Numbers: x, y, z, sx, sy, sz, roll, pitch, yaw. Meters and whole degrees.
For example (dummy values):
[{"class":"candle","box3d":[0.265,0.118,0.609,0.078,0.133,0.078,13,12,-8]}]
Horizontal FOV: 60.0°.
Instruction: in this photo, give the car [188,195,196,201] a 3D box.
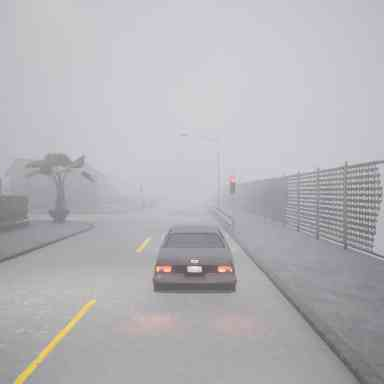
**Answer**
[{"class":"car","box3d":[0.088,1.552,86.622,1.994,1.385,4.181,0,0,0]}]

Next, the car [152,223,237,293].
[{"class":"car","box3d":[0.072,1.547,8.972,2.033,1.411,5.357,0,0,1]}]
